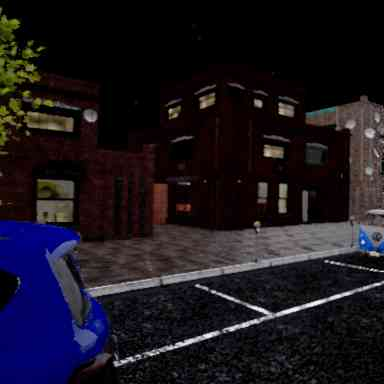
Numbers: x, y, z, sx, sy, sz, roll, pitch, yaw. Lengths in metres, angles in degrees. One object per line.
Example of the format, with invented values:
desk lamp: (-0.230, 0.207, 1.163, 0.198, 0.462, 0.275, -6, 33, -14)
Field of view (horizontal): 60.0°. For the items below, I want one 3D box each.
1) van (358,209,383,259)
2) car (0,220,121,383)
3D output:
van: (7.624, 1.507, 12.000, 3.998, 1.788, 1.690, 1, 0, -36)
car: (-3.021, 1.198, 1.221, 5.566, 2.045, 2.150, 1, -1, -36)
